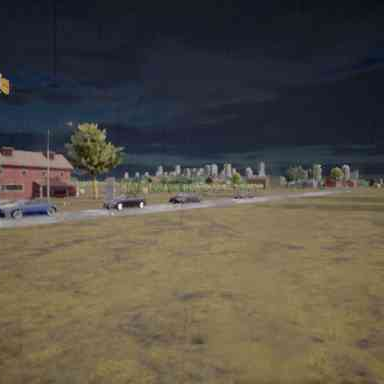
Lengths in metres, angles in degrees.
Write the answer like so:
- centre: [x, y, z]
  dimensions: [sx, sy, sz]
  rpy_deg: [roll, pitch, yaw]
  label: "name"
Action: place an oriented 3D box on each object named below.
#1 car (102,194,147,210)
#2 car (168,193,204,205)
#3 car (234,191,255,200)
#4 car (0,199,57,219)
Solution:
- centre: [-6.627, 0.950, 33.079]
  dimensions: [1.837, 1.490, 4.892]
  rpy_deg: [1, 2, 36]
  label: "car"
- centre: [-0.620, 0.783, 41.370]
  dimensions: [2.033, 1.411, 5.357]
  rpy_deg: [1, 2, 36]
  label: "car"
- centre: [8.534, 0.513, 53.861]
  dimensions: [1.994, 1.385, 4.181]
  rpy_deg: [1, 2, 36]
  label: "car"
- centre: [-12.432, 1.207, 25.067]
  dimensions: [1.994, 1.385, 4.181]
  rpy_deg: [1, 2, 34]
  label: "car"
